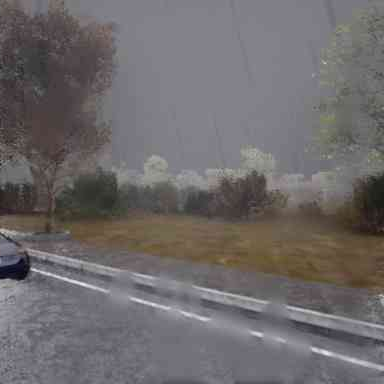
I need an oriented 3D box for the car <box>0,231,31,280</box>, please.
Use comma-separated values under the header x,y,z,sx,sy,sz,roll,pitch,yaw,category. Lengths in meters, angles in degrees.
x,y,z,sx,sy,sz,roll,pitch,yaw,category
-6.102,1.569,8.870,4.181,1.385,1.994,0,0,39,car
